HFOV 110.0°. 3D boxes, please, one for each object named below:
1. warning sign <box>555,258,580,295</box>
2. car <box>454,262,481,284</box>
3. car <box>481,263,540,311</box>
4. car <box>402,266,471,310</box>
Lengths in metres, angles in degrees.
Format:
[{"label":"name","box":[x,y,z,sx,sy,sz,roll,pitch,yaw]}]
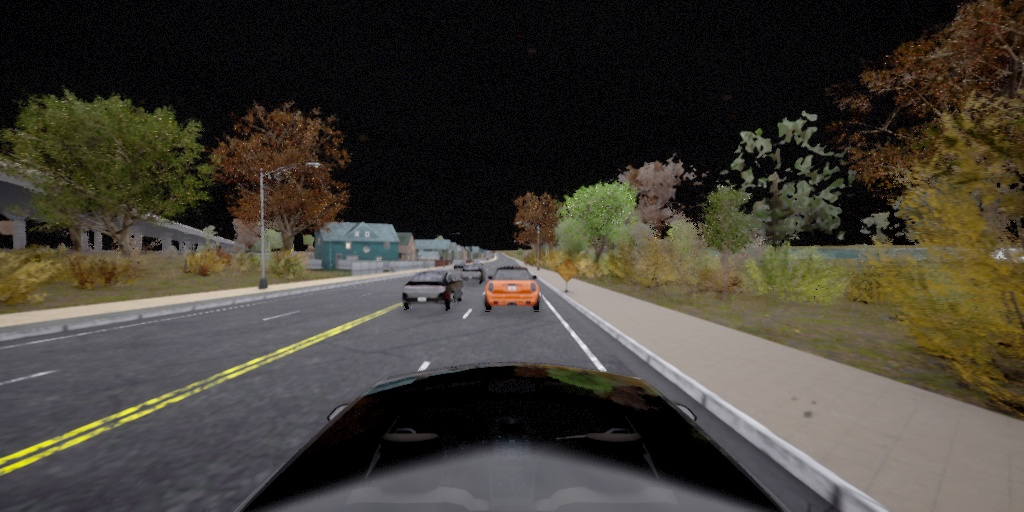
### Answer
[{"label":"warning sign","box":[2.849,1.021,18.798,1.300,1.860,1.060,0,0,0]},{"label":"car","box":[-3.229,1.501,30.362,2.128,1.511,4.902,0,0,0]},{"label":"car","box":[0.022,1.225,15.235,2.097,1.767,4.553,0,-1,0]},{"label":"car","box":[-3.227,1.367,15.361,2.128,1.511,4.902,0,0,0]}]
